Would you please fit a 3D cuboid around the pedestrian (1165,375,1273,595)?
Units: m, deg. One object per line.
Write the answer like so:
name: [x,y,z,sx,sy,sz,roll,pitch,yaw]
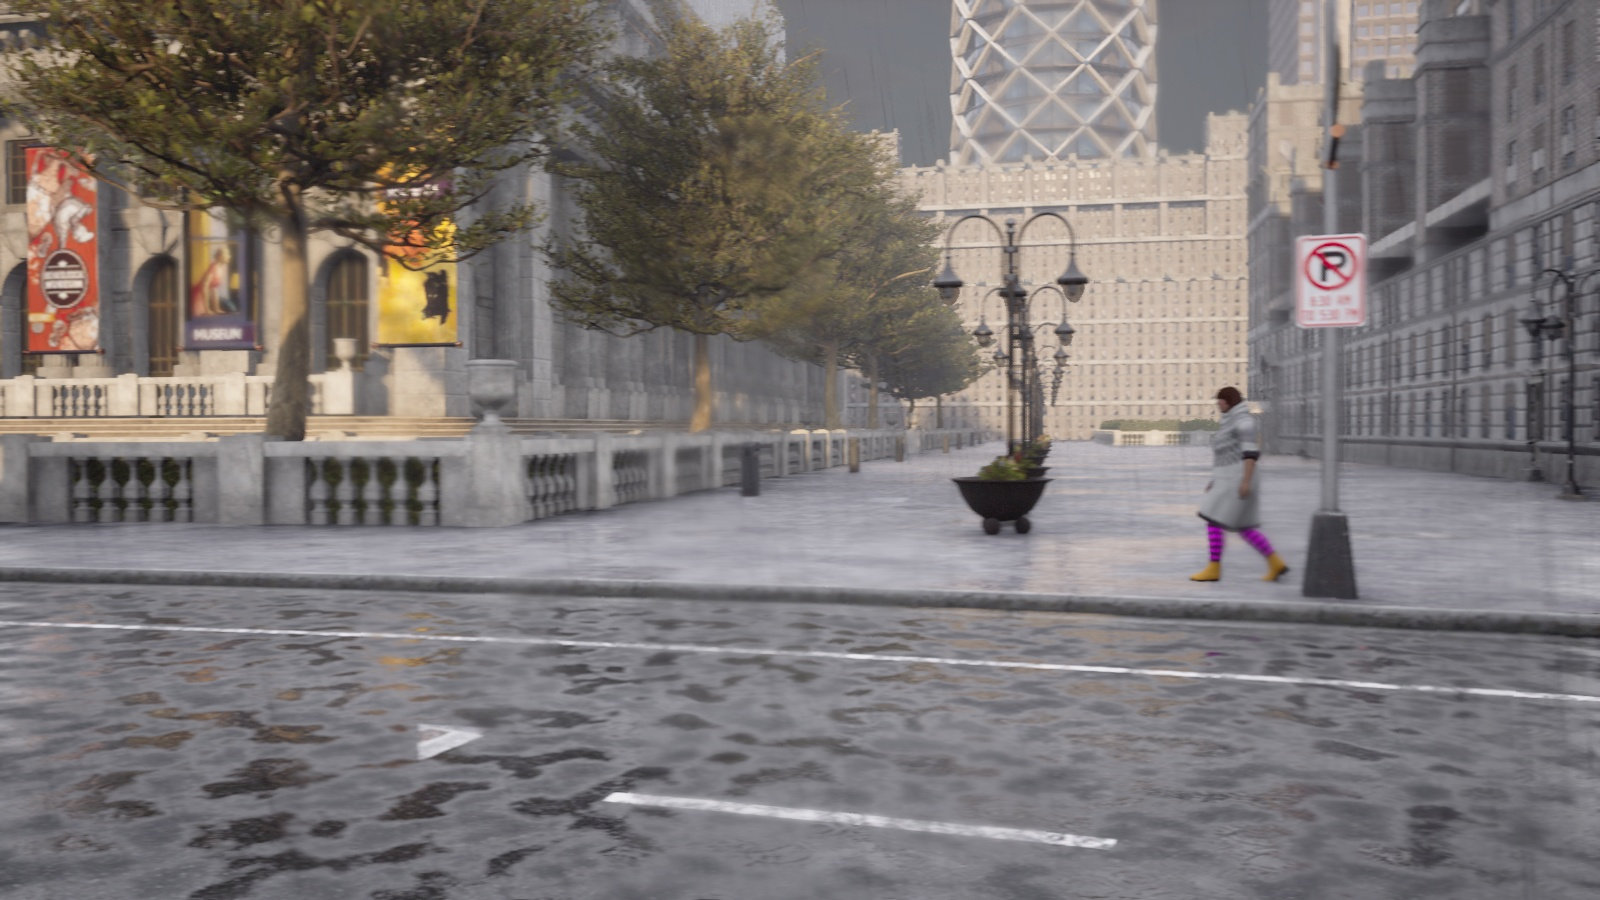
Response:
pedestrian: [3.835,0.301,11.549,0.873,1.952,0.659,0,1,14]
